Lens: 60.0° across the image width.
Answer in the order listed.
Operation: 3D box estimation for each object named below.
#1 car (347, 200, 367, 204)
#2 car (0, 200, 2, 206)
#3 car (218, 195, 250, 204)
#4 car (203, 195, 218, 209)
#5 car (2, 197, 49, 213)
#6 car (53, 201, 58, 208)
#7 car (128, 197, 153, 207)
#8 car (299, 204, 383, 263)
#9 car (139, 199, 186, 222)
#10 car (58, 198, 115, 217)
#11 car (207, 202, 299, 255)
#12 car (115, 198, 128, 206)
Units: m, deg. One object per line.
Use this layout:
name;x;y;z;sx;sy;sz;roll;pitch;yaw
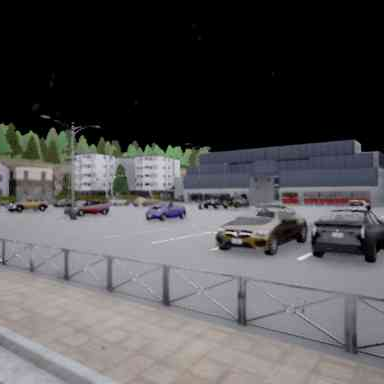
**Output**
car;14.046;1.461;28.433;1.970;1.475;3.806;-1;0;36
car;-36.633;1.999;61.276;2.033;1.411;5.357;-1;0;36
car;5.829;1.330;43.702;1.932;1.855;4.605;-1;0;36
car;3.233;1.337;45.071;1.905;1.878;3.866;-1;0;36
car;-19.864;1.495;40.321;1.932;1.855;4.605;-1;0;36
car;-19.620;1.770;52.499;2.007;1.523;4.514;-1;0;36
car;-7.133;1.536;52.567;2.152;1.636;5.027;-1;0;36
car;5.561;1.372;11.599;2.007;1.523;4.514;-1;0;36
car;-2.113;1.502;26.554;1.845;1.501;3.633;-1;0;36
car;-10.186;1.576;32.444;2.007;1.523;4.514;-1;0;36
car;2.988;1.393;13.394;2.152;1.636;5.027;-1;0;36
car;-12.522;1.675;56.065;1.970;1.475;3.806;-1;0;36
